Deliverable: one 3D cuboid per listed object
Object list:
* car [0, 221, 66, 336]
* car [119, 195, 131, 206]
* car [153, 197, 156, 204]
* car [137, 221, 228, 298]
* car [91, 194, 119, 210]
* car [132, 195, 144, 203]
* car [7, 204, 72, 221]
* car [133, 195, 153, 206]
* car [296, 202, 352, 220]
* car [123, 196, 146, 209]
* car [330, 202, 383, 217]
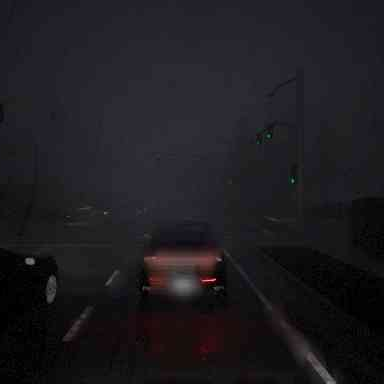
[{"bbox_3d":[-3.612,1.478,4.854,1.882,1.535,5.008,0,0,-2],"label":"car"},{"bbox_3d":[-11.587,1.505,53.248,1.837,1.490,4.892,0,0,-1],"label":"car"},{"bbox_3d":[-8.234,1.526,65.072,1.812,1.442,4.674,0,0,-1],"label":"car"},{"bbox_3d":[-0.245,1.492,8.518,2.128,1.511,4.902,0,0,-2],"label":"car"},{"bbox_3d":[-11.435,1.221,43.420,2.150,2.045,5.566,0,0,-2],"label":"car"},{"bbox_3d":[-11.840,1.478,73.229,1.882,1.535,5.008,0,0,-1],"label":"car"},{"bbox_3d":[-10.789,1.564,23.688,4.181,1.385,1.994,0,0,0],"label":"car"},{"bbox_3d":[-8.115,1.564,55.250,1.994,1.385,4.181,0,0,-1],"label":"car"},{"bbox_3d":[11.395,1.547,27.211,5.357,1.411,2.033,0,0,0],"label":"car"},{"bbox_3d":[-7.977,1.601,46.483,1.895,1.301,4.718,0,0,-1],"label":"car"},{"bbox_3d":[15.467,1.601,30.676,4.718,1.301,1.895,0,0,0],"label":"car"}]
